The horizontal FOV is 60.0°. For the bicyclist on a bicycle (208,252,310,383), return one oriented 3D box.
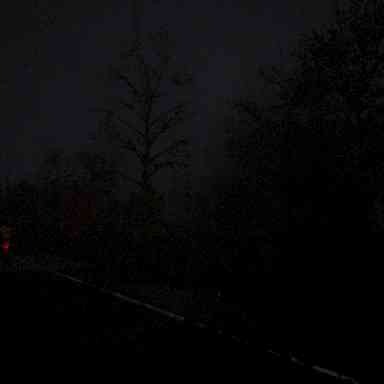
[{"bbox_3d":[0.835,1.673,4.560,1.656,1.620,0.582,-2,-4,45],"label":"bicyclist on a bicycle"}]

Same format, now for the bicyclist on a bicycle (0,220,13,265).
[{"bbox_3d":[-7.157,1.870,12.573,1.509,1.612,0.866,-1,-3,45],"label":"bicyclist on a bicycle"}]
